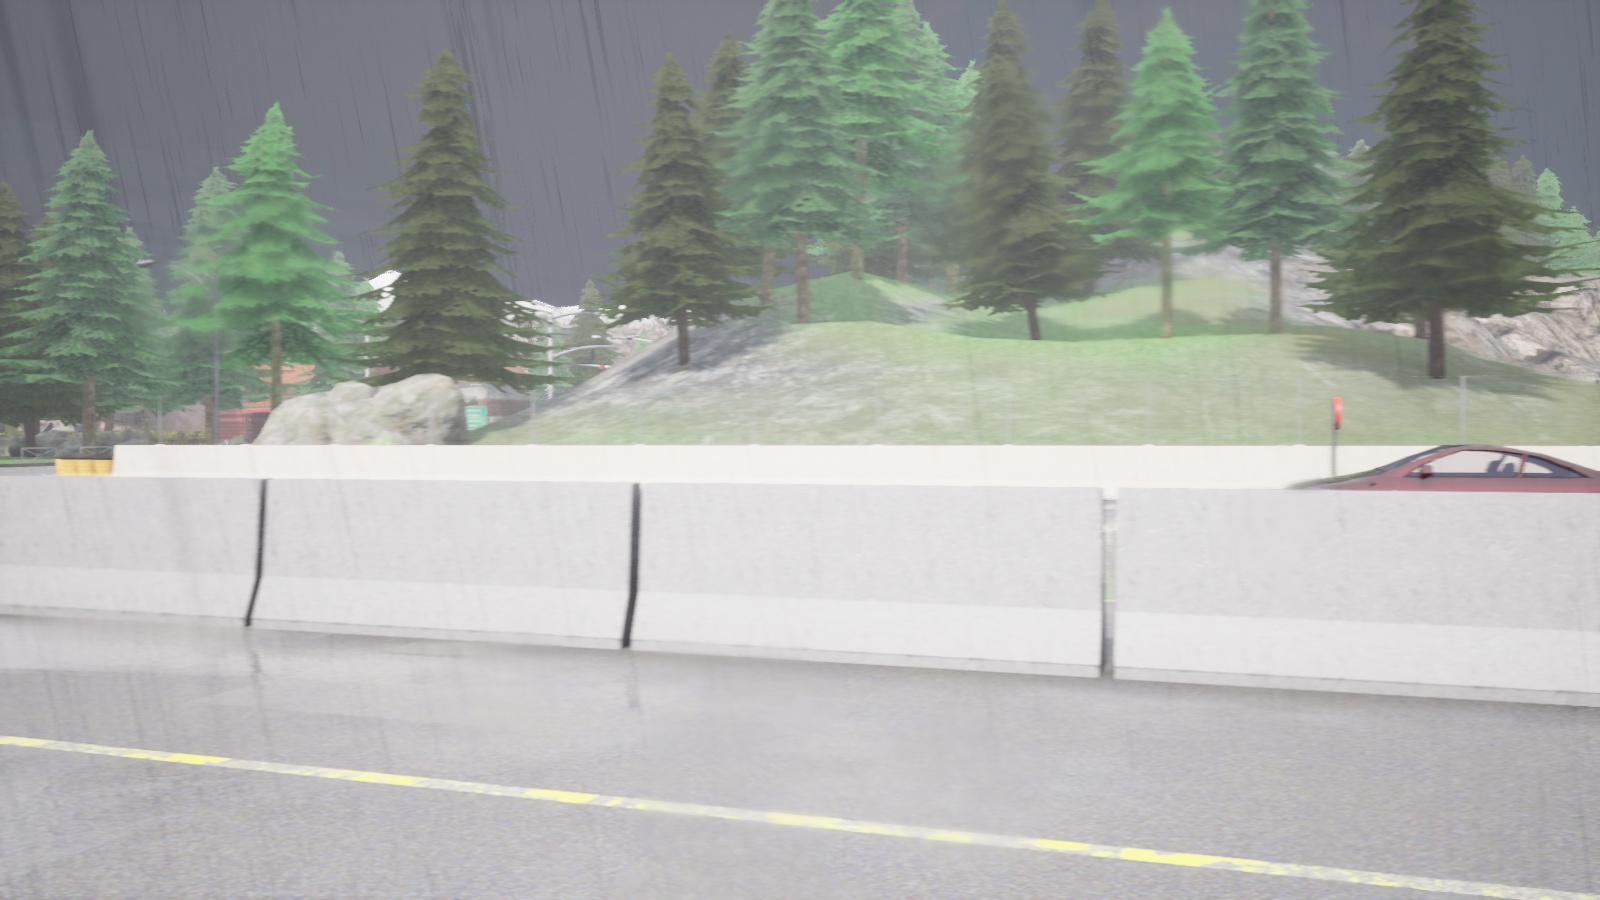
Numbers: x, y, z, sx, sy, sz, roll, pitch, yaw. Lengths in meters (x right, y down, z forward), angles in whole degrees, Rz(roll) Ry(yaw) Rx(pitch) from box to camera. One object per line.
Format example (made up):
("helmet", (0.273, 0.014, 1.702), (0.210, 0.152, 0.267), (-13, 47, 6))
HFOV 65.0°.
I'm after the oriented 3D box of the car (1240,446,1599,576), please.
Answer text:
("car", (7.633, 0.673, 15.396), (4.181, 1.385, 1.994), (1, 1, 19))
